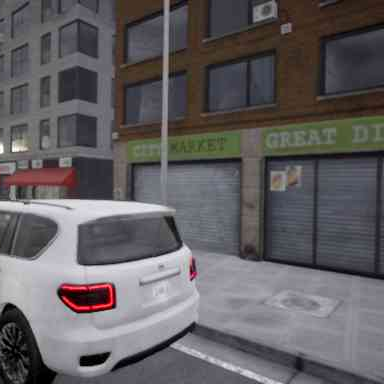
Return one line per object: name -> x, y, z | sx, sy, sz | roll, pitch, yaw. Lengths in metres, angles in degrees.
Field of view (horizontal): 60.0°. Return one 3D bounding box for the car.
car -> -2.487, 1.109, 5.293 | 5.566, 2.045, 2.150 | 2, 1, 37
